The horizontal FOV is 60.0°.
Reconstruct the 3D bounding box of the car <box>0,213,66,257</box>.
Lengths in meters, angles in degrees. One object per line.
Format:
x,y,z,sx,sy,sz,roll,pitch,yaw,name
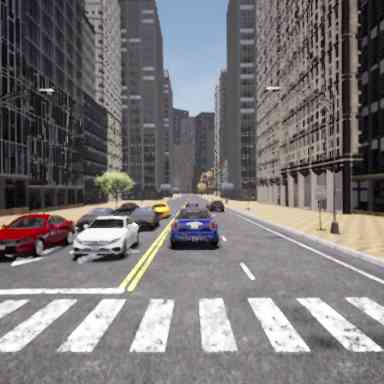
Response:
-6.585,1.682,14.021,1.882,1.535,5.008,-1,0,0,car

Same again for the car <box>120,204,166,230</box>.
-3.311,1.796,23.464,2.033,1.411,5.357,-1,0,0,car

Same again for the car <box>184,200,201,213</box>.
0.041,1.872,44.282,2.128,1.511,4.902,-1,0,0,car

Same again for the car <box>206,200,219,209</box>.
3.299,2.027,54.454,1.895,1.301,4.718,-1,0,0,car

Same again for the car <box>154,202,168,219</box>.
-3.225,1.806,33.680,1.882,1.535,5.008,-1,0,0,car

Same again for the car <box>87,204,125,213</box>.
-6.560,1.830,23.947,2.033,1.411,5.357,-1,0,0,car

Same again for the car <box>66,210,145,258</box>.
-3.335,1.698,13.773,1.812,1.442,4.674,-1,0,0,car

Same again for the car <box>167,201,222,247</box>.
0.106,1.511,16.220,2.097,1.767,4.553,-1,0,0,car

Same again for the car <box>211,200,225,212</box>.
3.287,1.856,44.433,1.837,1.490,4.892,-1,0,0,car

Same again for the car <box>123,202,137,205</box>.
-6.474,1.841,34.317,1.882,1.535,5.008,-1,0,0,car
